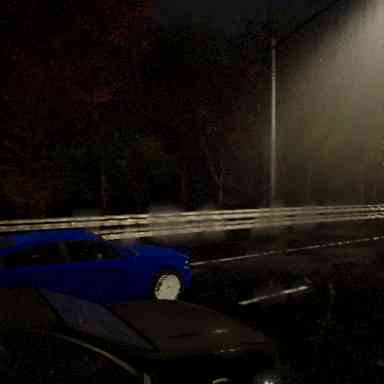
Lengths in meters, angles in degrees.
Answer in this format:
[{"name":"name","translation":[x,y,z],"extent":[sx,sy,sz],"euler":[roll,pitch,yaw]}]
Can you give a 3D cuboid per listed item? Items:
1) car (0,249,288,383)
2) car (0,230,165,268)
[{"name":"car","translation":[-1.665,1.543,2.525],"extent":[5.357,1.411,2.033],"euler":[0,0,-35]},{"name":"car","translation":[-2.318,1.467,6.310],"extent":[5.008,1.535,1.882],"euler":[0,0,-35]}]
